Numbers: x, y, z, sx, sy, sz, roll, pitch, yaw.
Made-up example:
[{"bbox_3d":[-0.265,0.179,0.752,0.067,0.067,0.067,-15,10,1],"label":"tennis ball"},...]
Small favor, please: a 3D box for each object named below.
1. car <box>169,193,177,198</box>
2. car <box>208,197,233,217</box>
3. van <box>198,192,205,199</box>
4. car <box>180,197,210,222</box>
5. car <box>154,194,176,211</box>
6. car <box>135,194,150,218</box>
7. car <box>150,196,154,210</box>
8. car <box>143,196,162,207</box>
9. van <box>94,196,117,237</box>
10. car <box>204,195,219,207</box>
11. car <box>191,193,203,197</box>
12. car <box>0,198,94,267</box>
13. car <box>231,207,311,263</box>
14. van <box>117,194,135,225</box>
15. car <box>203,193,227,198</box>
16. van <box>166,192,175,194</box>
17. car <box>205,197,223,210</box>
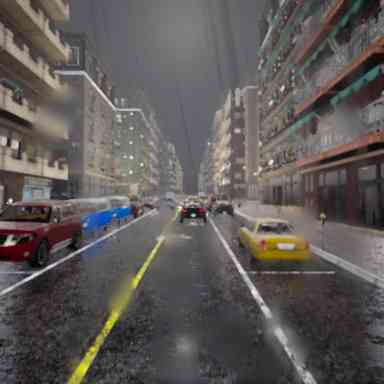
[{"bbox_3d":[-5.290,1.077,94.473,2.008,1.369,4.403,2,0,0],"label":"car"},{"bbox_3d":[2.589,1.370,28.298,2.008,1.369,4.403,2,0,0],"label":"car"},{"bbox_3d":[2.595,0.884,88.847,1.690,1.788,3.998,1,0,0],"label":"van"},{"bbox_3d":[0.102,1.369,24.332,1.812,1.442,4.674,0,0,0],"label":"car"},{"bbox_3d":[-2.750,1.301,36.237,1.812,1.442,4.674,0,0,0],"label":"car"},{"bbox_3d":[-5.283,1.134,28.303,2.192,1.841,5.009,2,0,0],"label":"car"},{"bbox_3d":[-5.291,1.319,39.633,1.947,1.339,4.313,2,0,0],"label":"car"},{"bbox_3d":[-5.291,1.273,45.298,2.008,1.369,4.403,2,0,0],"label":"car"},{"bbox_3d":[-5.284,1.229,16.972,1.690,1.788,3.998,2,0,0],"label":"van"},{"bbox_3d":[2.590,1.247,45.462,1.752,1.417,4.829,2,0,0],"label":"car"},{"bbox_3d":[0.103,1.207,39.811,1.801,1.575,5.366,0,0,0],"label":"car"},{"bbox_3d":[-5.284,1.238,11.309,2.192,1.841,5.009,2,0,0],"label":"car"},{"bbox_3d":[2.589,1.448,11.474,1.752,1.417,4.829,2,0,0],"label":"car"},{"bbox_3d":[-5.284,1.195,22.638,1.690,1.788,3.998,2,0,0],"label":"van"},{"bbox_3d":[2.596,1.101,33.961,2.192,1.841,5.009,2,0,0],"label":"car"},{"bbox_3d":[-5.284,0.922,77.869,1.690,1.788,3.998,2,0,0],"label":"van"},{"bbox_3d":[2.588,1.335,39.628,1.802,1.307,4.206,2,0,0],"label":"car"}]
